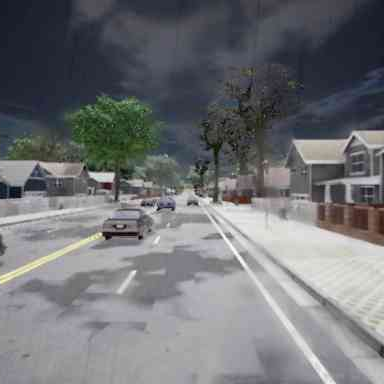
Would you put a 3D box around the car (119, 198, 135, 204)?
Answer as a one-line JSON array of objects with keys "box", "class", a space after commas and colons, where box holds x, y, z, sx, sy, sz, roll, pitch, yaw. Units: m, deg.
[{"box": [-9.800, 1.570, 50.301, 1.812, 1.442, 4.674, 0, 0, 0], "class": "car"}]

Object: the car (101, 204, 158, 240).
[{"box": [-3.151, 1.554, 17.031, 2.033, 1.411, 5.357, 0, 0, 0], "class": "car"}]

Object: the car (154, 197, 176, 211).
[{"box": [-3.151, 1.383, 41.886, 2.097, 1.767, 4.553, 0, 0, 0], "class": "car"}]

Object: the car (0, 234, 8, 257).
[{"box": [-6.601, 1.549, 7.876, 2.033, 1.411, 5.357, 0, 0, 0], "class": "car"}]

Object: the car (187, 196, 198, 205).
[{"box": [0.099, 1.655, 57.886, 1.895, 1.301, 4.718, 0, 0, 0], "class": "car"}]

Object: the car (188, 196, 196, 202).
[{"box": [-0.001, 1.633, 80.235, 2.033, 1.411, 5.357, 0, 0, 0], "class": "car"}]

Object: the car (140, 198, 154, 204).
[{"box": [-6.547, 1.590, 50.047, 2.033, 1.411, 5.357, 0, 0, 1], "class": "car"}]
